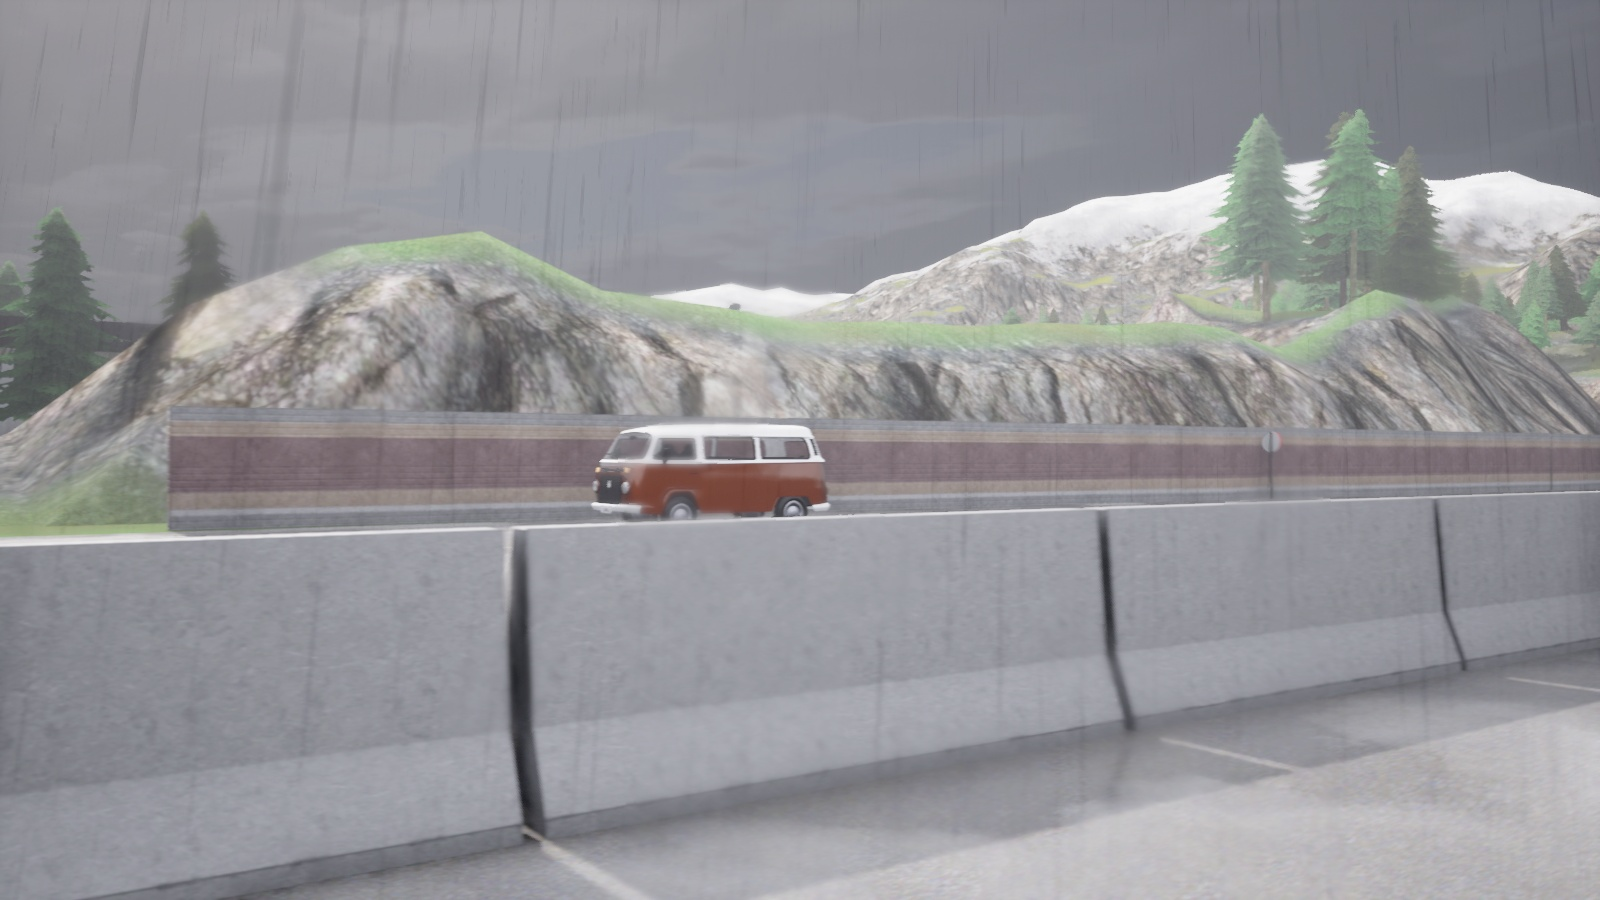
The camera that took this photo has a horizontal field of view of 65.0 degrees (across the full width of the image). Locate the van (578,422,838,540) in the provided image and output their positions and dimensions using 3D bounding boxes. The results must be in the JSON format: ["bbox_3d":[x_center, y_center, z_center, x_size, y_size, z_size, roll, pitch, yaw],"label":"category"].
[{"bbox_3d":[-1.699,0.530,23.798,4.480,2.038,2.069,0,0,-35],"label":"van"}]
